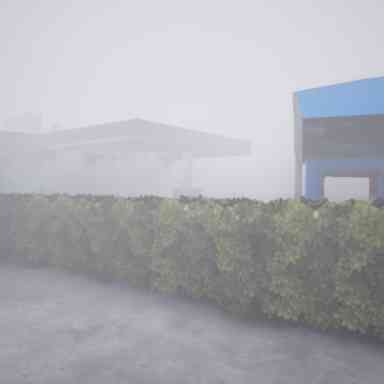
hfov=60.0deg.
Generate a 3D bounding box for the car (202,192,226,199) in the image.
[{"bbox_3d":[3.726,1.146,58.765,1.970,1.475,3.806,1,0,35],"label":"car"}]

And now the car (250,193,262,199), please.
[{"bbox_3d":[15.770,0.999,81.529,1.970,1.475,3.806,1,0,35],"label":"car"}]

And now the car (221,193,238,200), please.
[{"bbox_3d":[8.708,1.036,77.890,2.007,1.523,4.514,1,0,35],"label":"car"}]

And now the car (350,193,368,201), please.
[{"bbox_3d":[26.483,1.272,52.128,1.845,1.501,3.633,1,0,35],"label":"car"}]

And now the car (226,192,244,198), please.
[{"bbox_3d":[8.594,0.884,65.708,1.932,1.855,4.605,1,0,35],"label":"car"}]

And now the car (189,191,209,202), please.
[{"bbox_3d":[1.367,0.837,61.182,1.905,1.878,3.866,1,0,35],"label":"car"}]

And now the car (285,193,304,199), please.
[{"bbox_3d":[18.350,1.176,57.933,2.007,1.523,4.514,1,0,35],"label":"car"}]

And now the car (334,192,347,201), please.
[{"bbox_3d":[31.641,0.985,70.697,1.905,1.878,3.866,1,0,35],"label":"car"}]

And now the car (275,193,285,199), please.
[{"bbox_3d":[21.196,0.967,78.086,2.152,1.636,5.027,1,0,35],"label":"car"}]
